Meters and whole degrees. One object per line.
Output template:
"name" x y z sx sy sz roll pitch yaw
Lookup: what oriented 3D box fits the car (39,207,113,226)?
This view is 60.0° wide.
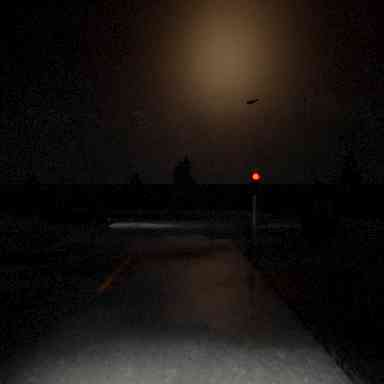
"car" -8.037 1.686 23.389 4.718 1.301 1.895 0 0 0
